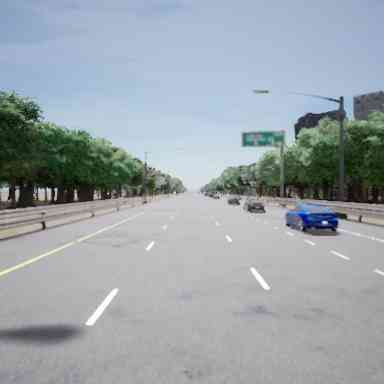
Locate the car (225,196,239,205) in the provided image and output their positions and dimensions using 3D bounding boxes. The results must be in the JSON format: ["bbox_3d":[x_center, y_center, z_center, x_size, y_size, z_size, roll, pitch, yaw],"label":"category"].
[{"bbox_3d":[7.162,1.485,58.630,1.812,1.442,4.674,0,0,0],"label":"car"}]

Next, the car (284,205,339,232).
[{"bbox_3d":[7.022,1.492,20.034,1.882,1.535,5.008,0,0,0],"label":"car"}]

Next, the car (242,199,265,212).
[{"bbox_3d":[7.079,1.515,38.143,1.812,1.442,4.674,0,0,0],"label":"car"}]
